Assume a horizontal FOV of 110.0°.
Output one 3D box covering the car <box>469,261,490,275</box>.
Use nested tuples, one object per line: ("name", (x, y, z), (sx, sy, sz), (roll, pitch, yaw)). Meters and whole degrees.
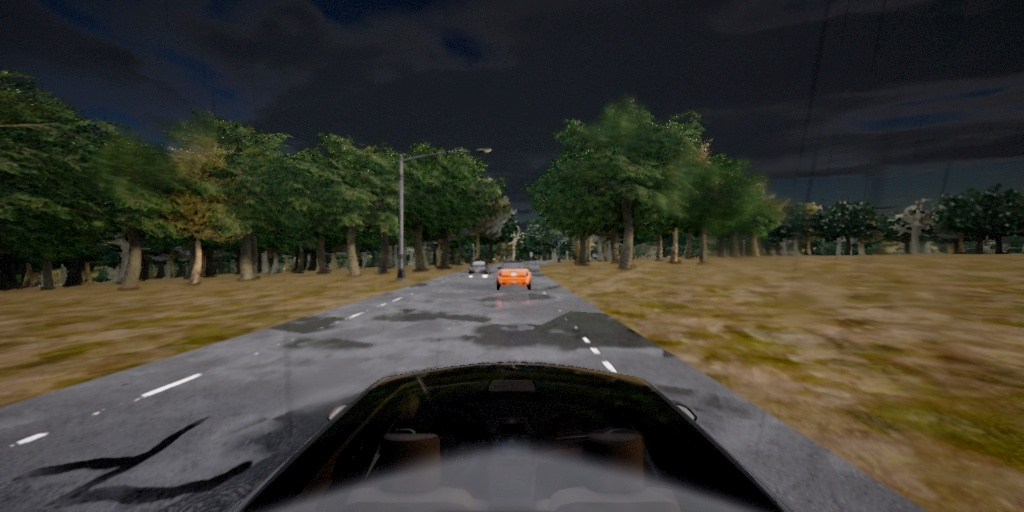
("car", (-3.464, 1.219, 38.381), (1.812, 1.442, 4.674), (0, 0, 1))

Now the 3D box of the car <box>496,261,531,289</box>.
("car", (0.104, 1.085, 23.100), (2.097, 1.767, 4.553), (0, 0, 0))
